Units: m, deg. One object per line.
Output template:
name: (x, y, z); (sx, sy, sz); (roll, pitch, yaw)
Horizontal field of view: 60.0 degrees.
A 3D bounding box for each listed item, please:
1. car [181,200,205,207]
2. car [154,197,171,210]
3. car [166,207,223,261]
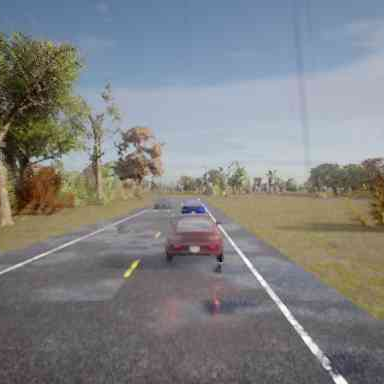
car: (0.092, 1.399, 27.819); (1.882, 1.535, 5.008); (0, 0, 0)
car: (-3.585, 1.386, 41.062); (1.837, 1.490, 4.892); (0, 0, 0)
car: (0.089, 1.493, 12.023); (1.812, 1.442, 4.674); (0, 0, 0)
